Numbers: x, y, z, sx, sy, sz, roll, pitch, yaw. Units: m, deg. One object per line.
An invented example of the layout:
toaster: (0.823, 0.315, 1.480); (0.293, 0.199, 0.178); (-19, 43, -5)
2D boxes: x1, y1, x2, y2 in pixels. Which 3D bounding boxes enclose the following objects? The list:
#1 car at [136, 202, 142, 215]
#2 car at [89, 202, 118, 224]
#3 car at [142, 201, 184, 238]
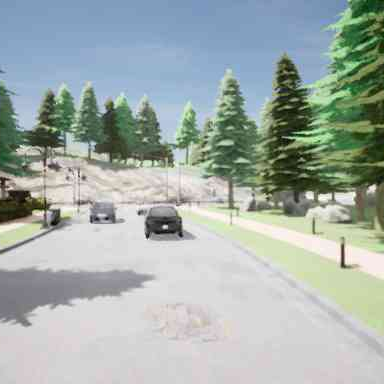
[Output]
car: (-4.716, 1.622, 34.101); (1.895, 1.301, 4.718); (0, 0, -12)
car: (-6.668, 1.518, 25.281); (2.128, 1.511, 4.902); (0, 0, -11)
car: (-1.623, 1.486, 18.047); (1.882, 1.535, 5.008); (0, 0, -9)
